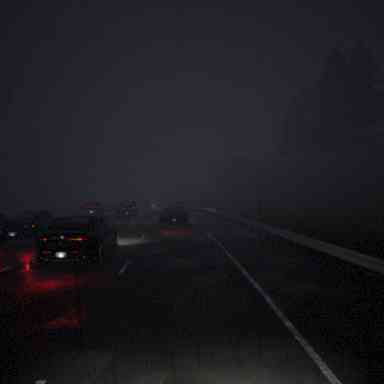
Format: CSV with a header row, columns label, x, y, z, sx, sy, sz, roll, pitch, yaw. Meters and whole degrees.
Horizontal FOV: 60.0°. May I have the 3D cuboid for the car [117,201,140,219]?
label,x,y,z,sx,sy,sz,roll,pitch,yaw
car,-5.843,1.596,30.348,2.128,1.511,4.902,0,0,-8

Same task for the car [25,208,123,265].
label,x,y,z,sx,sy,sz,roll,pitch,yaw
car,-3.890,1.549,11.915,1.837,1.490,4.892,0,0,-3

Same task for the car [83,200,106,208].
label,x,y,z,sx,sy,sz,roll,pitch,yaw
car,-9.971,1.627,34.008,1.837,1.490,4.892,0,0,-9

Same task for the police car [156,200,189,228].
label,x,y,z,sx,sy,sz,roll,pitch,yaw
police car,-1.345,1.500,22.944,1.930,1.638,5.238,0,0,-6

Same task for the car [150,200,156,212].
label,x,y,z,sx,sy,sz,roll,pitch,yaw
car,-4.156,1.662,40.942,1.812,1.442,4.674,0,0,-11

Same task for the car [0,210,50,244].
label,x,y,z,sx,sy,sz,roll,pitch,yaw
car,-7.711,1.589,16.245,1.812,1.442,4.674,0,0,-5
